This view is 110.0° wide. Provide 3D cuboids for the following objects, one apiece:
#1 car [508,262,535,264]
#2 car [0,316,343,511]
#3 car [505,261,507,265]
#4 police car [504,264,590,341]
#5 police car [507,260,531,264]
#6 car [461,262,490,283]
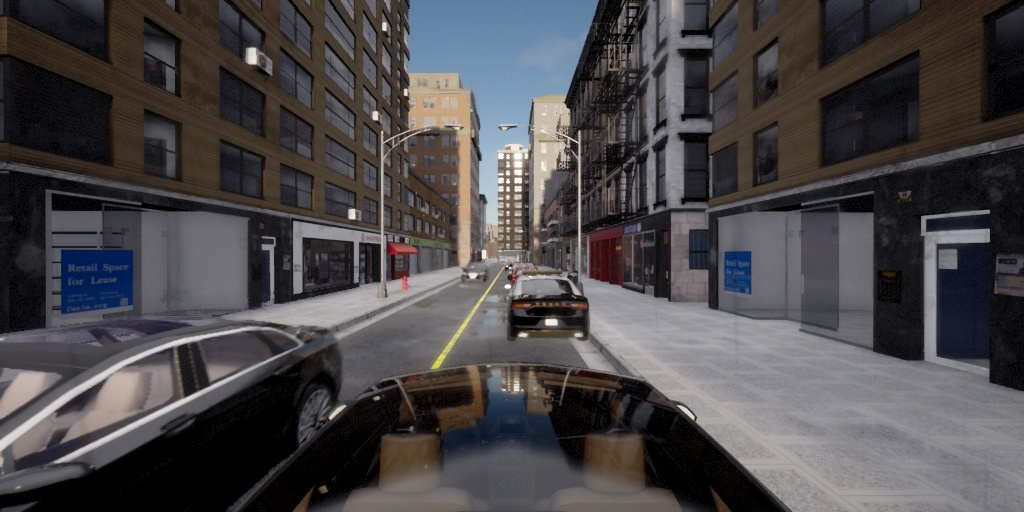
[{"bbox_3d":[0.814,1.272,19.915,1.812,1.442,4.674,0,0,0],"label":"car"},{"bbox_3d":[-2.849,1.241,2.169,2.128,1.511,4.902,0,0,0],"label":"car"},{"bbox_3d":[0.013,1.341,47.855,1.895,1.301,4.718,0,0,1],"label":"car"},{"bbox_3d":[0.821,1.174,10.025,1.930,1.638,5.238,0,0,0],"label":"police car"},{"bbox_3d":[0.810,1.169,26.025,1.930,1.638,5.238,0,0,0],"label":"police car"},{"bbox_3d":[-2.767,1.235,27.781,2.128,1.511,4.902,0,0,0],"label":"car"}]
